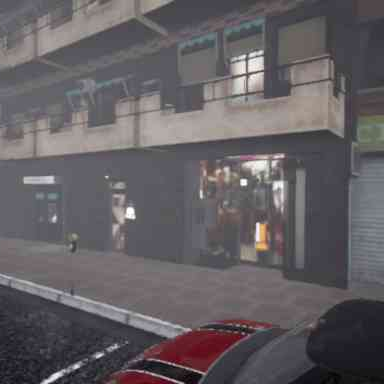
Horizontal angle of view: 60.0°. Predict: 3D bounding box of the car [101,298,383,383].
[{"bbox_3d":[1.098,1.441,1.924,4.097,1.590,1.967,0,1,35],"label":"car"}]
